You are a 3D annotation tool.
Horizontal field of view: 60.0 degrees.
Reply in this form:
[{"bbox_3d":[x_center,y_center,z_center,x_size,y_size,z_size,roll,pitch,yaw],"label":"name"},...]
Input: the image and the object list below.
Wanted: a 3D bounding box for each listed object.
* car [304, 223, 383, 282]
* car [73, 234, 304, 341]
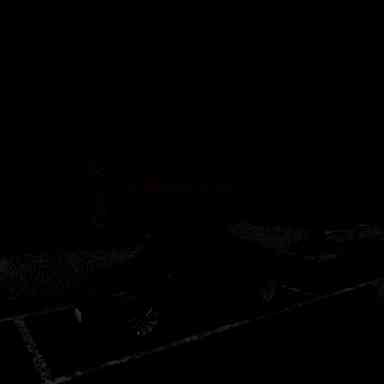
[{"bbox_3d":[4.454,1.582,9.708,4.206,1.307,1.802,0,0,-35],"label":"car"},{"bbox_3d":[-0.027,1.566,6.516,4.313,1.339,1.947,0,0,-35],"label":"car"}]
